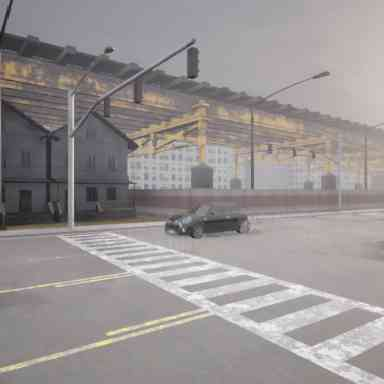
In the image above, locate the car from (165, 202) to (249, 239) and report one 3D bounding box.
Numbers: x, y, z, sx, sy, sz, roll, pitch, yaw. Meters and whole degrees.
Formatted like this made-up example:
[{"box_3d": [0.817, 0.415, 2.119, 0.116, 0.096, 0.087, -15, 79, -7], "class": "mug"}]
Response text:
[{"box_3d": [0.832, 1.352, 17.472, 4.553, 1.767, 2.097, 0, 0, -35], "class": "car"}]
